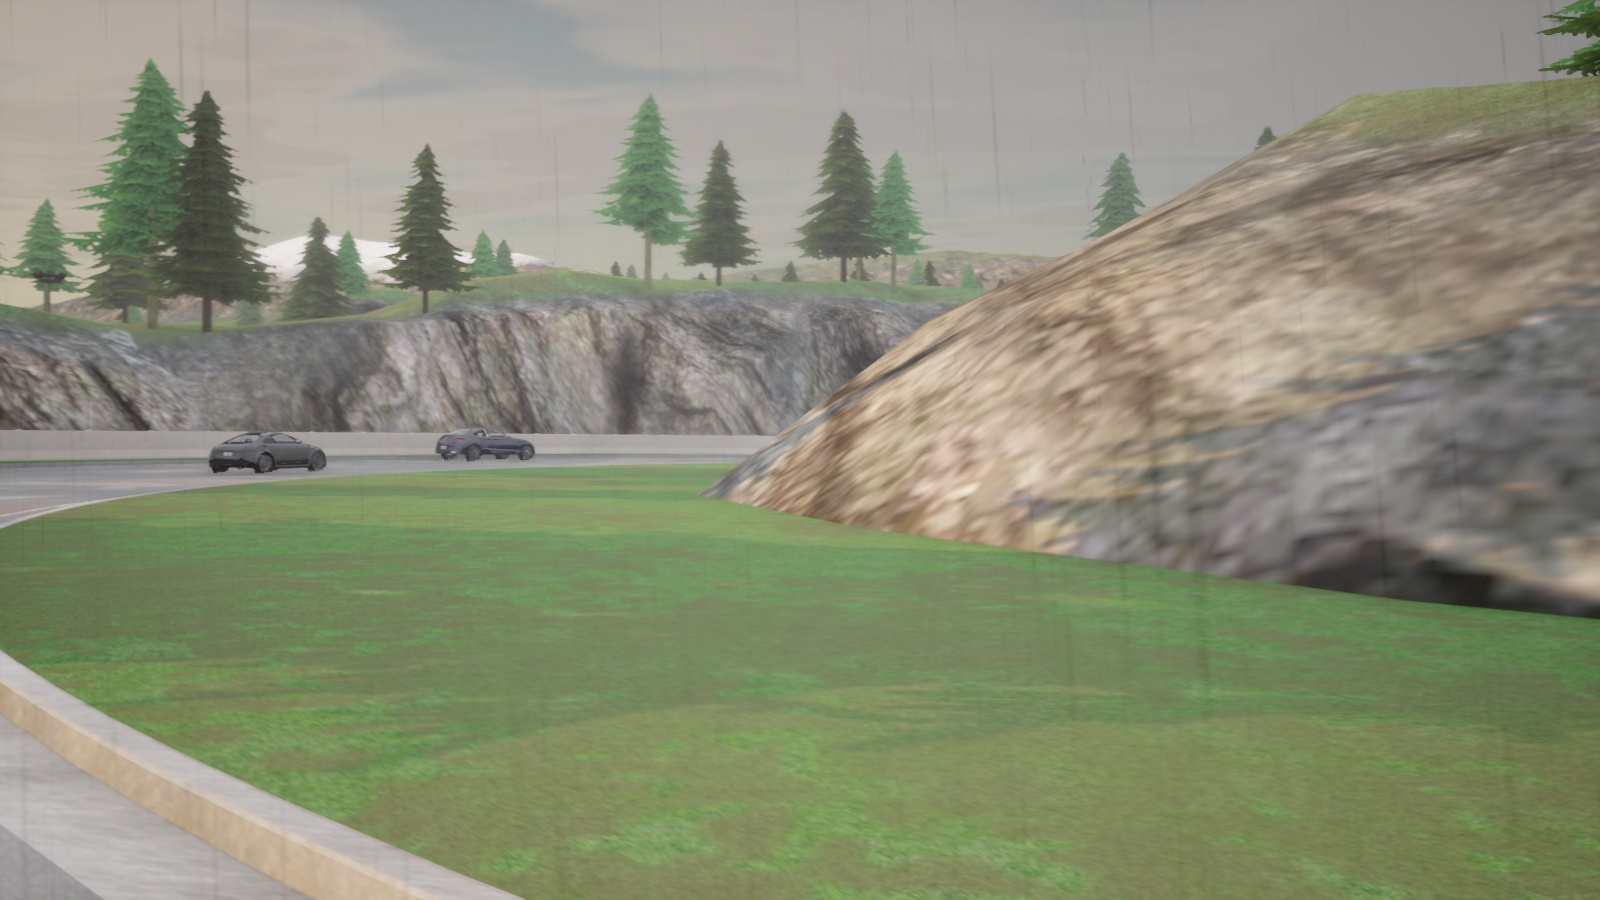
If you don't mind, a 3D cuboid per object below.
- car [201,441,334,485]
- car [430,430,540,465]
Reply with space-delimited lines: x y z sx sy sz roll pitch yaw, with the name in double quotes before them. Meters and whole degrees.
"car" -17.977 0.406 42.626 1.994 1.385 4.181 0 1 15
"car" -15.578 -0.149 62.287 2.152 1.651 5.027 0 1 37
